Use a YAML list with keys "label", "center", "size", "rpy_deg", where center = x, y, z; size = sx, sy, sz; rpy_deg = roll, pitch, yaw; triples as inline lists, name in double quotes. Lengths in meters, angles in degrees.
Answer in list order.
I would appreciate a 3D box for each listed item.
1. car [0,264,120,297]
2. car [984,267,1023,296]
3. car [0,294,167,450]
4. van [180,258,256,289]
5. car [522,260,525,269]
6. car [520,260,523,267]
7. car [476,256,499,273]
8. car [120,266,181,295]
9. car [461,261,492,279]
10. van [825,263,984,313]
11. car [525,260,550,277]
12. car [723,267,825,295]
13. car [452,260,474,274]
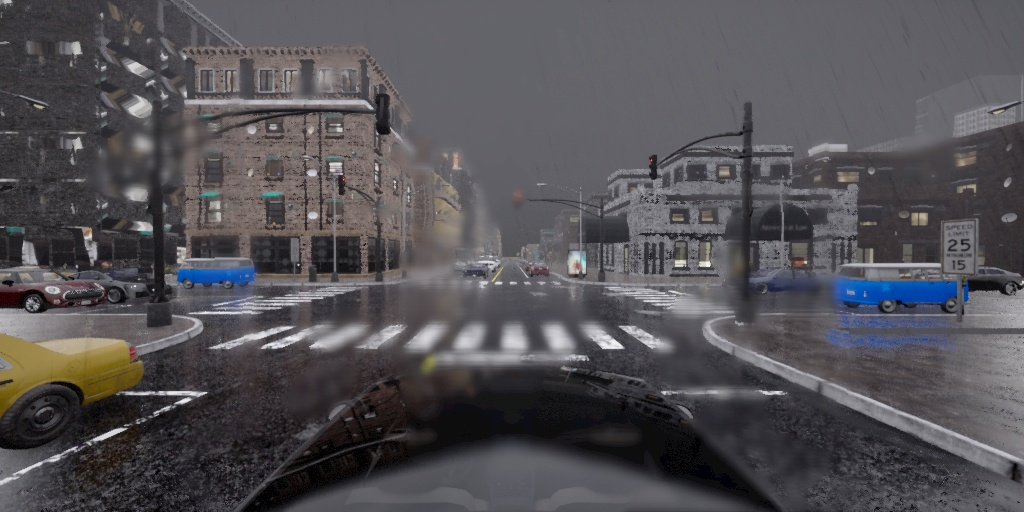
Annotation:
- label: "car"
  center: [-17.738, 1.190, 13.251]
  size: [4.097, 1.591, 1.967]
  rpy_deg: [0, 0, -1]
- label: "car"
  center: [24.410, 1.290, 19.408]
  size: [4.902, 1.511, 2.128]
  rpy_deg: [0, 0, 0]
- label: "car"
  center: [-5.692, 1.275, 2.573]
  size: [1.751, 1.417, 4.829]
  rpy_deg: [0, 0, 0]
- label: "van"
  center: [-17.793, 1.030, 21.632]
  size: [3.998, 1.789, 1.690]
  rpy_deg: [0, 0, -1]
- label: "car"
  center: [2.626, 1.347, 46.615]
  size: [1.802, 1.307, 4.207]
  rpy_deg: [0, 0, 0]
- label: "car"
  center: [2.618, 1.320, 52.312]
  size: [2.007, 1.370, 4.403]
  rpy_deg: [0, 0, 0]
- label: "car"
  center: [-3.161, 0.981, 44.425]
  size: [2.150, 2.045, 5.566]
  rpy_deg: [0, 0, 0]
- label: "car"
  center: [-17.753, 1.295, 15.835]
  size: [4.181, 1.385, 1.994]
  rpy_deg: [0, 0, -1]
- label: "car"
  center: [-3.145, 1.355, 32.813]
  size: [1.895, 1.301, 4.718]
  rpy_deg: [0, 0, 0]
- label: "van"
  center: [14.639, 1.156, 13.538]
  size: [3.998, 1.789, 1.690]
  rpy_deg: [0, 0, -1]
- label: "car"
  center: [2.643, 1.195, 35.222]
  size: [1.967, 1.591, 4.097]
  rpy_deg: [0, 0, 0]
- label: "car"
  center: [14.485, 1.320, 19.324]
  size: [5.357, 1.411, 2.033]
  rpy_deg: [0, 0, -1]
- label: "car"
  center: [-5.746, 1.310, 40.894]
  size: [2.007, 1.370, 4.403]
  rpy_deg: [0, 0, 0]
